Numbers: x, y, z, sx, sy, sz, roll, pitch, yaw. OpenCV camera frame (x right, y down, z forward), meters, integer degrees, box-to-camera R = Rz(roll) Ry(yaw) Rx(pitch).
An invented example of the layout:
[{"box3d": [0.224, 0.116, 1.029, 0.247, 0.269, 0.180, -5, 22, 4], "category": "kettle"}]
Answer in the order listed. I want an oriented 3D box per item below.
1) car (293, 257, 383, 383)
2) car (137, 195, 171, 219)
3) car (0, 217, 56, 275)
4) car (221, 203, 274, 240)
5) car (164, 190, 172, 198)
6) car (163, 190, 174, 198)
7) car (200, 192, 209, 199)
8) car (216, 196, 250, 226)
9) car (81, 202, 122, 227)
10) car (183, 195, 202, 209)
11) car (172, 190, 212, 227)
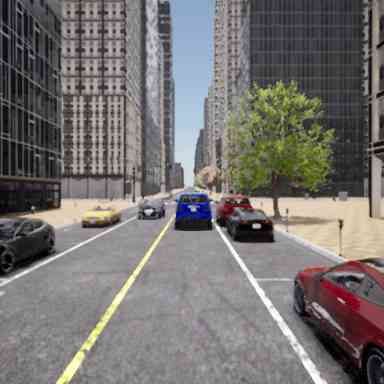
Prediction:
[{"box3d": [2.690, 1.545, 4.505, 1.802, 1.307, 4.206, 0, 0, 0], "category": "car"}, {"box3d": [-3.109, 1.270, 26.262, 2.128, 1.511, 4.902, 0, 1, 0], "category": "car"}, {"box3d": [-5.693, 1.483, 10.197, 1.947, 1.339, 4.313, 0, 0, 0], "category": "car"}, {"box3d": [2.684, 1.435, 15.898, 1.947, 1.339, 4.313, 0, 0, 0], "category": "car"}, {"box3d": [-5.853, 0.805, 76.603, 1.752, 1.417, 4.829, 0, 1, 0], "category": "car"}, {"box3d": [-5.825, 0.531, 82.449, 2.192, 1.841, 5.009, 0, 1, 0], "category": "car"}, {"box3d": [2.787, 0.719, 76.776, 1.967, 1.590, 4.097, 0, 1, 0], "category": "car"}, {"box3d": [2.683, 1.135, 21.592, 2.192, 1.841, 5.009, 0, 1, 0], "category": "car"}, {"box3d": [-5.698, 1.347, 21.421, 1.752, 1.417, 4.829, 0, 0, 0], "category": "car"}, {"box3d": [0.082, 1.142, 40.083, 2.128, 1.511, 4.902, 0, 1, 0], "category": "car"}, {"box3d": [0.090, 1.046, 21.123, 2.150, 2.045, 5.566, 0, 1, 0], "category": "car"}]
